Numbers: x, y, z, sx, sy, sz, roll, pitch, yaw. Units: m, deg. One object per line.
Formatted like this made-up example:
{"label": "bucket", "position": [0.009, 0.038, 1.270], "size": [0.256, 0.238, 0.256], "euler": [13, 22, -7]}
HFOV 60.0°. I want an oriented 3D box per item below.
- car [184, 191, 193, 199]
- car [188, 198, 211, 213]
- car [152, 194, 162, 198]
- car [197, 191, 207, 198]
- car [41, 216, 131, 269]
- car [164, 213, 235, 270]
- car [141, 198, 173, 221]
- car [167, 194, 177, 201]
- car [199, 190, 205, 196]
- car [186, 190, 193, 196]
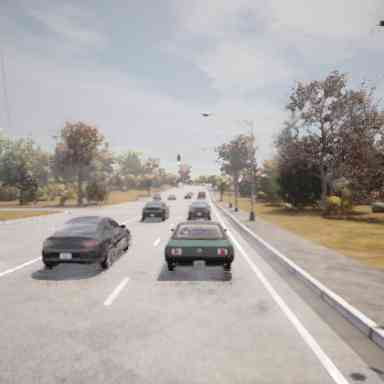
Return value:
{"label": "car", "position": [-0.995, 1.014, 84.841], "size": [1.895, 1.301, 4.718], "euler": [0, 3, 2]}
{"label": "car", "position": [0.629, 1.503, 27.420], "size": [1.812, 1.442, 4.674], "euler": [0, 0, 2]}
{"label": "car", "position": [-8.227, 1.253, 78.237], "size": [1.837, 1.490, 4.892], "euler": [0, 1, 2]}
{"label": "car", "position": [2.488, 0.667, 84.285], "size": [2.150, 2.045, 5.566], "euler": [0, 3, 2]}
{"label": "car", "position": [-3.281, 1.515, 11.013], "size": [1.812, 1.442, 4.674], "euler": [0, 0, 1]}
{"label": "car", "position": [0.231, 1.592, 10.958], "size": [1.895, 1.301, 4.718], "euler": [0, 0, 1]}
{"label": "car", "position": [-2.869, 1.480, 26.935], "size": [1.837, 1.490, 4.892], "euler": [0, 0, 2]}
{"label": "car", "position": [-4.729, 1.279, 78.116], "size": [1.812, 1.442, 4.674], "euler": [0, 1, 2]}
{"label": "car", "position": [2.848, 0.330, 94.715], "size": [1.895, 1.301, 4.718], "euler": [0, 3, 2]}
{"label": "car", "position": [-0.650, 0.329, 94.836], "size": [1.895, 1.301, 4.718], "euler": [0, 3, 2]}
